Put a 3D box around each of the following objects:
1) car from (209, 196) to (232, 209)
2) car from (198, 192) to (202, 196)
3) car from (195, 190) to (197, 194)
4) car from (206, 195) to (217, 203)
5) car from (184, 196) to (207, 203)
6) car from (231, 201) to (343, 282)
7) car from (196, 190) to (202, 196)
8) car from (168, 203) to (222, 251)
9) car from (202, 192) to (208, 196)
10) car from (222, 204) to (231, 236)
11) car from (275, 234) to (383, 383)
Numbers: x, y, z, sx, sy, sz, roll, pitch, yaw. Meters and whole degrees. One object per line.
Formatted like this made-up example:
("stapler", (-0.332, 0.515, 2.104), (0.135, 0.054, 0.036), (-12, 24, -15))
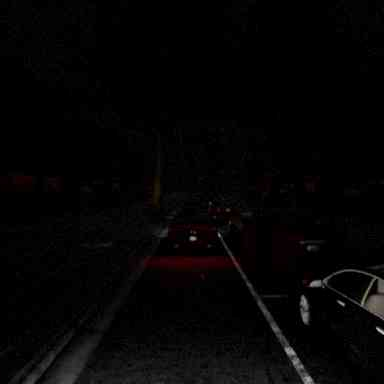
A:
("car", (2.638, 1.379, 26.275), (1.967, 1.590, 4.097), (0, 0, 0))
("car", (2.649, 1.277, 65.103), (1.947, 1.339, 4.313), (0, 0, 0))
("car", (2.655, 0.912, 92.831), (1.967, 1.590, 4.097), (0, 1, 0))
("car", (2.639, 1.356, 31.822), (1.967, 1.590, 4.097), (0, 0, 0))
("car", (0.058, 1.405, 29.150), (1.882, 1.535, 5.008), (0, 1, 0))
("car", (2.632, 1.303, 9.633), (2.192, 1.841, 5.009), (0, 0, 0))
("car", (2.650, 0.932, 76.193), (2.192, 1.841, 5.009), (0, 0, 0))
("car", (0.056, 1.455, 14.095), (1.882, 1.535, 5.008), (0, 0, 1))
("car", (2.758, 1.212, 43.566), (2.097, 1.767, 4.553), (0, 0, 0))
("car", (2.636, 1.499, 15.351), (1.752, 1.417, 4.829), (0, 0, 0))
("car", (2.632, 1.546, 4.089), (2.008, 1.369, 4.403), (0, 0, 0))
